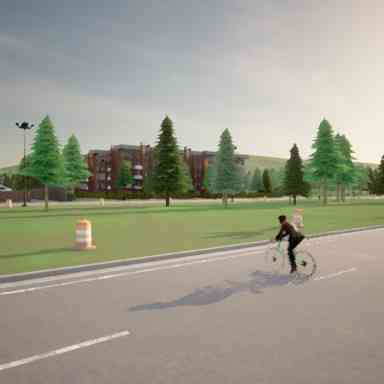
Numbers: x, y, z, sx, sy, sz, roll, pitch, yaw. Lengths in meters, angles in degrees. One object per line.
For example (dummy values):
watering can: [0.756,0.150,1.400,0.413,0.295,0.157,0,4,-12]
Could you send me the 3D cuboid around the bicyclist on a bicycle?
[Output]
bicyclist on a bicycle: [2.639,1.455,9.125,0.582,1.620,1.656,0,-2,-37]
